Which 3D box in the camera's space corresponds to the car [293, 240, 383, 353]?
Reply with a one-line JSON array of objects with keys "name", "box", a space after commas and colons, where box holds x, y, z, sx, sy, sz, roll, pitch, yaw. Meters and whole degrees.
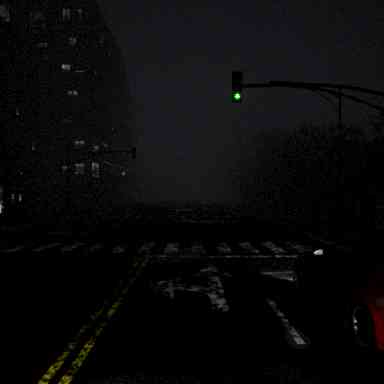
[{"name": "car", "box": [3.344, 1.565, 6.133, 1.994, 1.385, 4.181, 0, 0, 0]}]

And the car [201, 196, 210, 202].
[{"name": "car", "box": [3.177, 1.569, 78.607, 2.128, 1.511, 4.902, 0, 0, 0]}]
